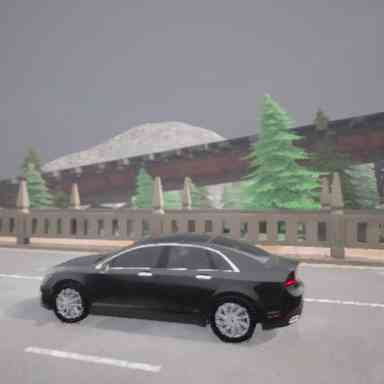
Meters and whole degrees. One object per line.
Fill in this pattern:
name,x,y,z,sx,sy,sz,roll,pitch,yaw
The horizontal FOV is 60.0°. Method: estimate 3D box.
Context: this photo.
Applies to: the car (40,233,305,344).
car,-0.471,1.560,6.239,4.892,1.490,1.837,0,0,16
